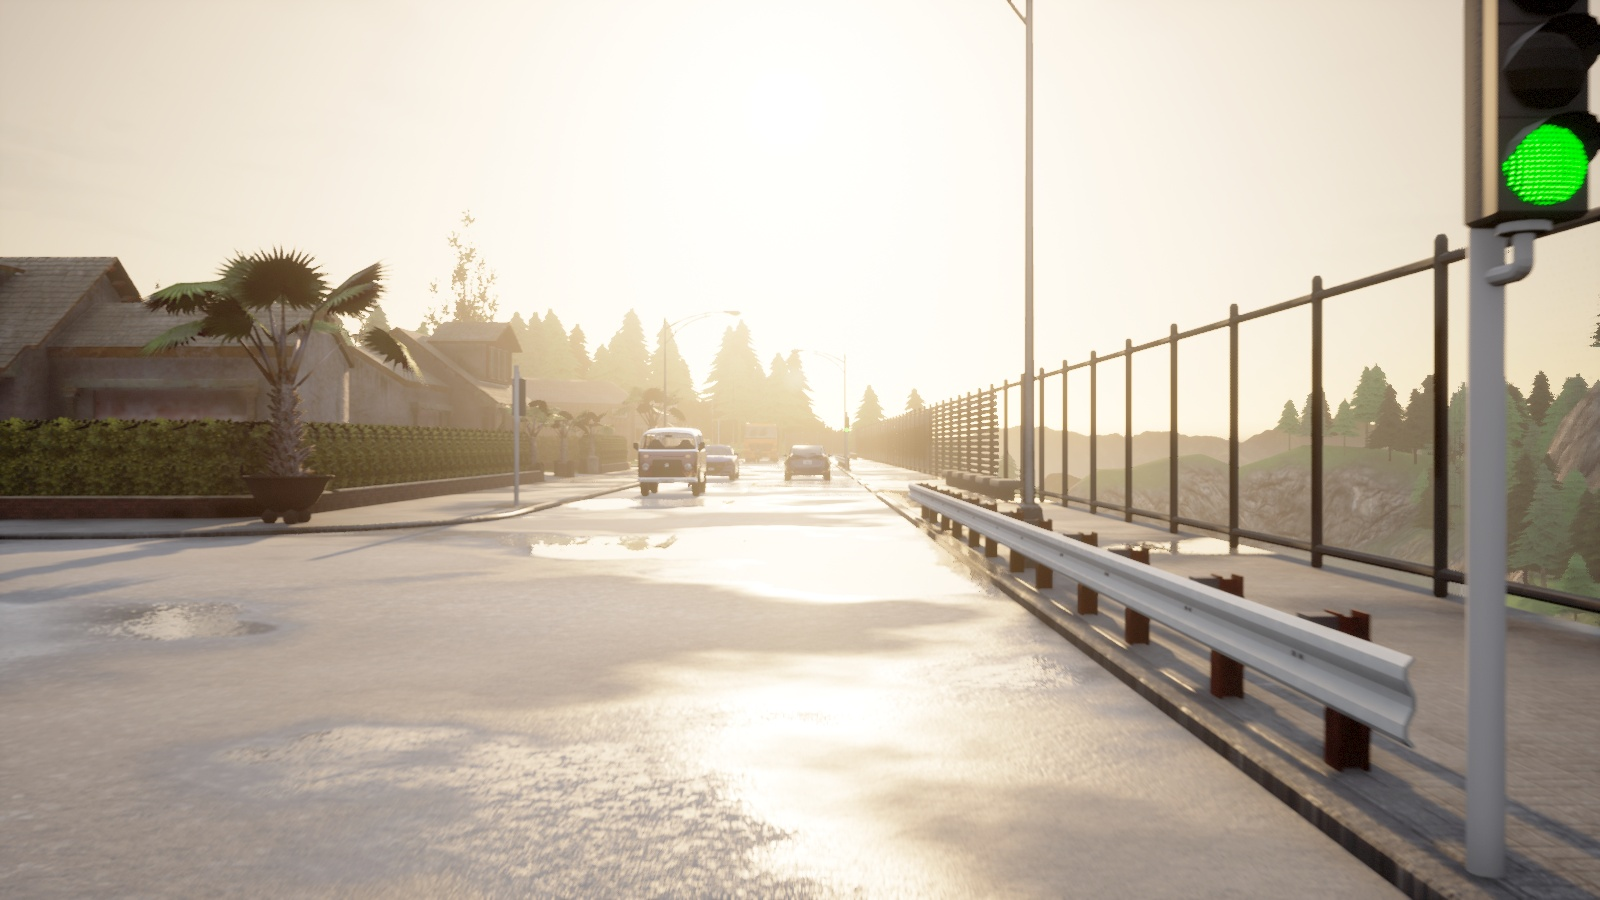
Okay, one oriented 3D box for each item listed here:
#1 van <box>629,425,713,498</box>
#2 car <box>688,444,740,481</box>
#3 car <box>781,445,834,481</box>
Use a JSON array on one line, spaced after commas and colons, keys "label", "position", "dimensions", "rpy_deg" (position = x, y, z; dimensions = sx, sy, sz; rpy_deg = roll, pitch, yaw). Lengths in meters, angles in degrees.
[{"label": "van", "position": [-3.795, 0.318, 37.715], "dimensions": [2.069, 2.038, 4.480], "rpy_deg": [0, 0, 0]}, {"label": "car", "position": [-3.674, 0.506, 54.458], "dimensions": [1.882, 1.535, 5.008], "rpy_deg": [0, 0, 0]}, {"label": "car", "position": [0.323, 0.534, 53.987], "dimensions": [2.163, 1.488, 4.792], "rpy_deg": [0, 0, 0]}]
